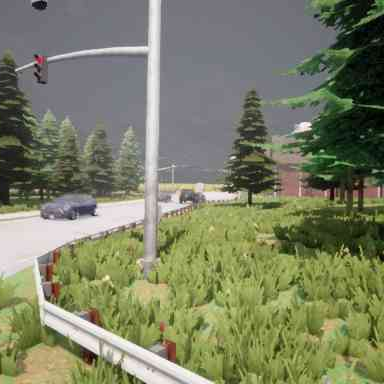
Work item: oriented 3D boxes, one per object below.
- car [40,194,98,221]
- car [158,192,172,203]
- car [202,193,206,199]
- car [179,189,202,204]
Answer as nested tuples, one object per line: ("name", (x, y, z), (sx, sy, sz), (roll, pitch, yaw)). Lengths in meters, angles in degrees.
("car", (-8.259, 0.927, 22.748), (2.097, 1.767, 4.553), (1, 1, 10))
("car", (-4.065, 0.801, 46.704), (1.837, 1.490, 4.892), (1, 0, 9))
("car", (1.241, 0.788, 57.384), (2.033, 1.411, 5.357), (1, 1, 9))
("car", (-0.341, 0.591, 46.832), (2.150, 2.045, 5.566), (1, 1, 9))
